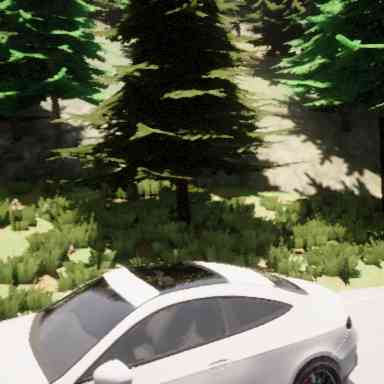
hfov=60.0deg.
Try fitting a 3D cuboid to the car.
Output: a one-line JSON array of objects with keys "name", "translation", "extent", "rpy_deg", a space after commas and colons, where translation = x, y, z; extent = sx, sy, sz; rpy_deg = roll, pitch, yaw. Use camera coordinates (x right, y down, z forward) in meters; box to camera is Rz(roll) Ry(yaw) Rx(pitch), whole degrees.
[{"name": "car", "translation": [-0.431, 1.498, 3.188], "extent": [4.674, 1.442, 1.812], "rpy_deg": [-1, 0, -28]}]
